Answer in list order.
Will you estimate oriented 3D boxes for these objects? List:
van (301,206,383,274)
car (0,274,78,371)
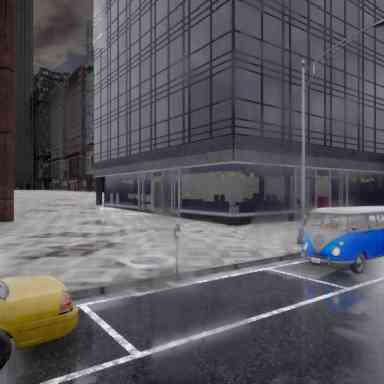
[{"bbox_3d":[5.080,1.341,10.288,3.998,1.788,1.690,0,0,-36],"label":"van"},{"bbox_3d":[-3.905,1.525,3.864,4.829,1.417,1.752,0,0,-36],"label":"car"}]
